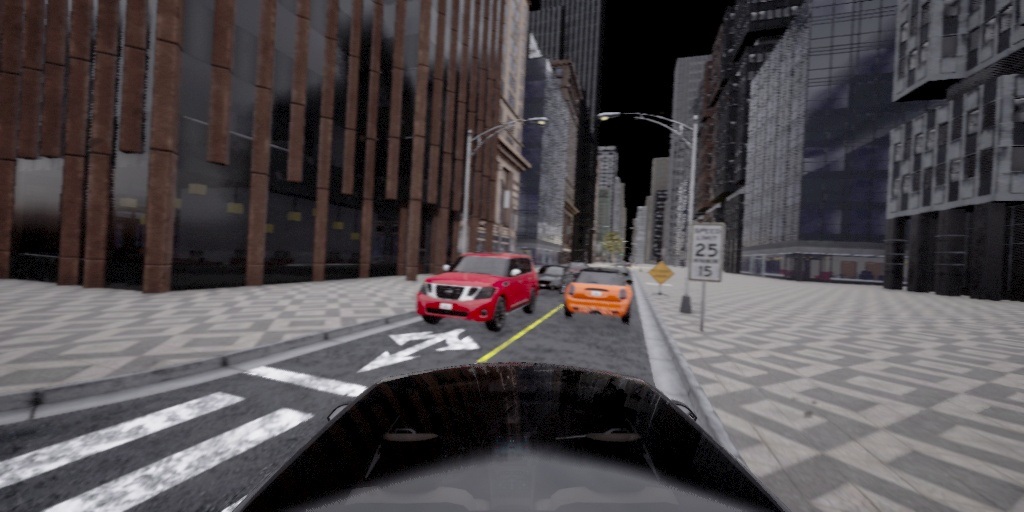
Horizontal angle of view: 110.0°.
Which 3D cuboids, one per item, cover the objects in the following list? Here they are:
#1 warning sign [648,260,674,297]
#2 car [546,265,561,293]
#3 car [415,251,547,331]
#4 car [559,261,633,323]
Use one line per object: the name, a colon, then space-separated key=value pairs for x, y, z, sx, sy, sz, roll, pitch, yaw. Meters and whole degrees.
warning sign: x=7.941 y=1.198 z=19.247 sx=1.300 sy=1.860 sz=1.060 roll=0 pitch=0 yaw=18
car: x=2.367 y=1.289 z=20.789 sx=1.837 sy=1.490 sz=4.892 roll=3 pitch=0 yaw=18
car: x=-0.719 y=0.890 z=11.224 sx=2.150 sy=2.045 sz=5.566 roll=3 pitch=0 yaw=18
car: x=3.280 y=1.219 z=13.187 sx=2.097 sy=1.767 sz=4.553 roll=3 pitch=0 yaw=18
